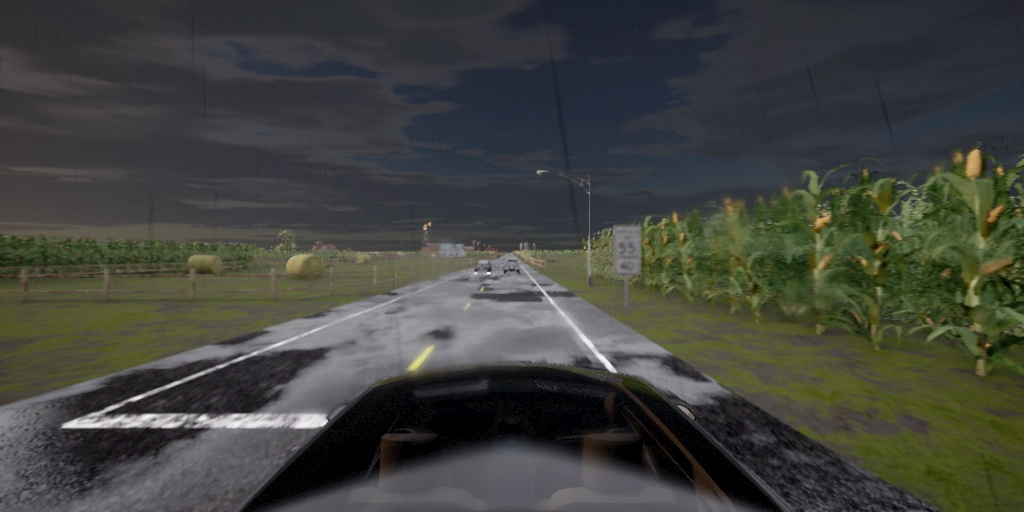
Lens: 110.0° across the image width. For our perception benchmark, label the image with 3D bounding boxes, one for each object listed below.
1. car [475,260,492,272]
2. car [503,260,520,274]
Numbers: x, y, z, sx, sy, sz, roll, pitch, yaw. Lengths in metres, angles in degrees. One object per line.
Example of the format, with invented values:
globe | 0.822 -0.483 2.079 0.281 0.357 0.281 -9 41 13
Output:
car | -3.516 1.195 44.565 1.812 1.442 4.674 0 0 0
car | -0.015 1.231 39.551 2.033 1.411 5.357 0 0 0
